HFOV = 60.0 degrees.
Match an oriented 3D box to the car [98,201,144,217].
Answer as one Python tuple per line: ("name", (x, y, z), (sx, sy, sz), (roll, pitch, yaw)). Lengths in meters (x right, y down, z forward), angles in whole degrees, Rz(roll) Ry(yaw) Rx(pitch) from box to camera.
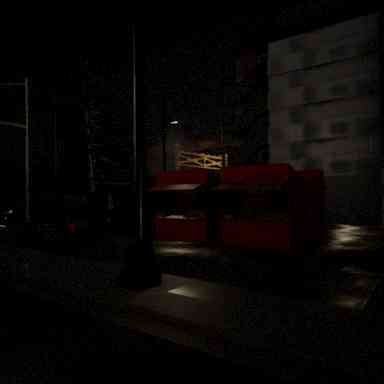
("car", (-7.191, 1.663, 34.121), (1.812, 1.442, 4.674), (-1, -1, 36))

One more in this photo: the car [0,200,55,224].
("car", (-12.900, 1.491, 26.270), (2.097, 1.767, 4.553), (-1, -1, 36))

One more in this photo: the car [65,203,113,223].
("car", (-7.909, 1.613, 26.845), (1.812, 1.442, 4.674), (-1, -1, 36))
